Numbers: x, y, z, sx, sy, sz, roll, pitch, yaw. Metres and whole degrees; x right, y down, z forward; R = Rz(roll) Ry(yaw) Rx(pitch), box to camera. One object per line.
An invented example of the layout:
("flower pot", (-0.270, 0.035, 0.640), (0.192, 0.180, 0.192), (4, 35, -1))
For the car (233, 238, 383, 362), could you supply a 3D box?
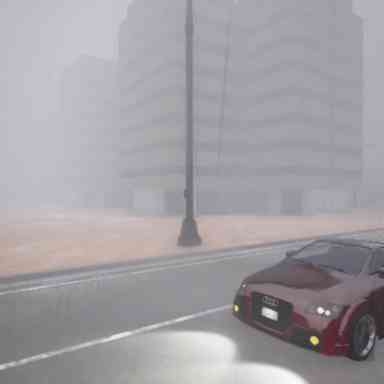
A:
("car", (2.739, 1.565, 5.944), (4.181, 1.385, 1.994), (0, 0, -35))
